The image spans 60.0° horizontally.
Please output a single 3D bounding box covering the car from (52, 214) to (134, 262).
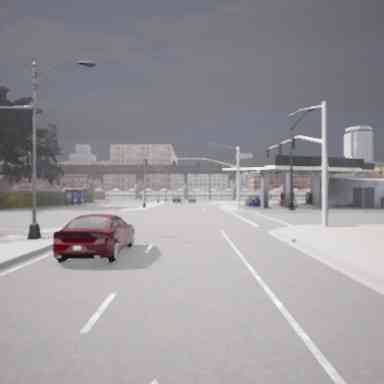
[{"bbox_3d":[-3.417,1.535,12.402,1.882,1.535,5.008,0,0,0],"label":"car"}]

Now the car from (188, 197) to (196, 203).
[{"bbox_3d":[0.013,1.880,77.327,2.033,1.411,5.357,0,0,0],"label":"car"}]

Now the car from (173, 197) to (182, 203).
[{"bbox_3d":[-3.487,1.819,77.328,1.882,1.535,5.008,0,0,0],"label":"car"}]

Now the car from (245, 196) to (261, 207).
[{"bbox_3d":[9.719,1.534,52.652,2.242,1.667,4.611,0,0,0],"label":"car"}]

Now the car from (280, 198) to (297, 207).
[{"bbox_3d":[15.464,1.698,53.412,1.970,1.475,3.806,0,0,0],"label":"car"}]
